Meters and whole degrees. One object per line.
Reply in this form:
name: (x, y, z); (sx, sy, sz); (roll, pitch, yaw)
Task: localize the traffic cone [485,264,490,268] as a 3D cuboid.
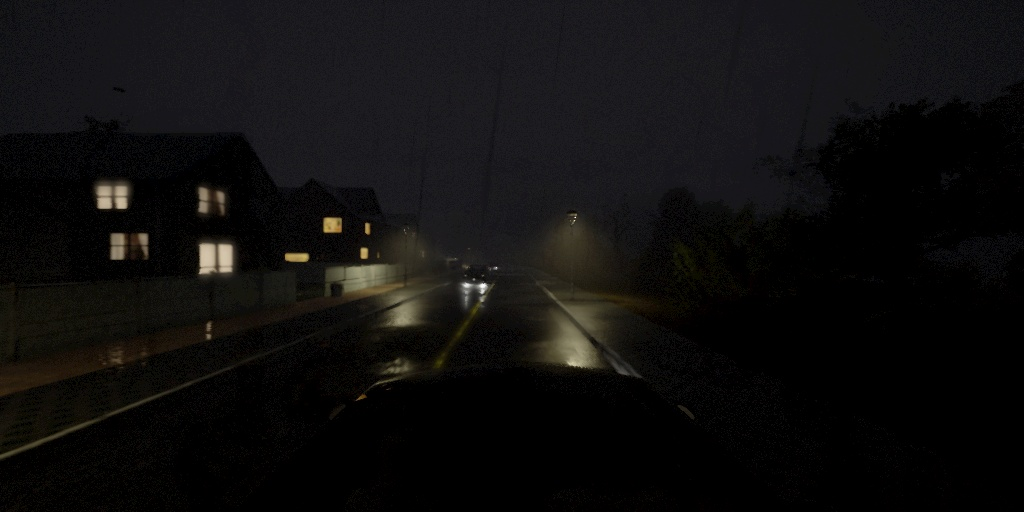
traffic cone: (-3.860, 1.805, 56.962); (0.340, 0.580, 0.340); (0, 0, 0)

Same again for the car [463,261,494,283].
car: (-2.855, 1.397, 29.626); (2.033, 1.411, 5.357); (0, 0, 0)
